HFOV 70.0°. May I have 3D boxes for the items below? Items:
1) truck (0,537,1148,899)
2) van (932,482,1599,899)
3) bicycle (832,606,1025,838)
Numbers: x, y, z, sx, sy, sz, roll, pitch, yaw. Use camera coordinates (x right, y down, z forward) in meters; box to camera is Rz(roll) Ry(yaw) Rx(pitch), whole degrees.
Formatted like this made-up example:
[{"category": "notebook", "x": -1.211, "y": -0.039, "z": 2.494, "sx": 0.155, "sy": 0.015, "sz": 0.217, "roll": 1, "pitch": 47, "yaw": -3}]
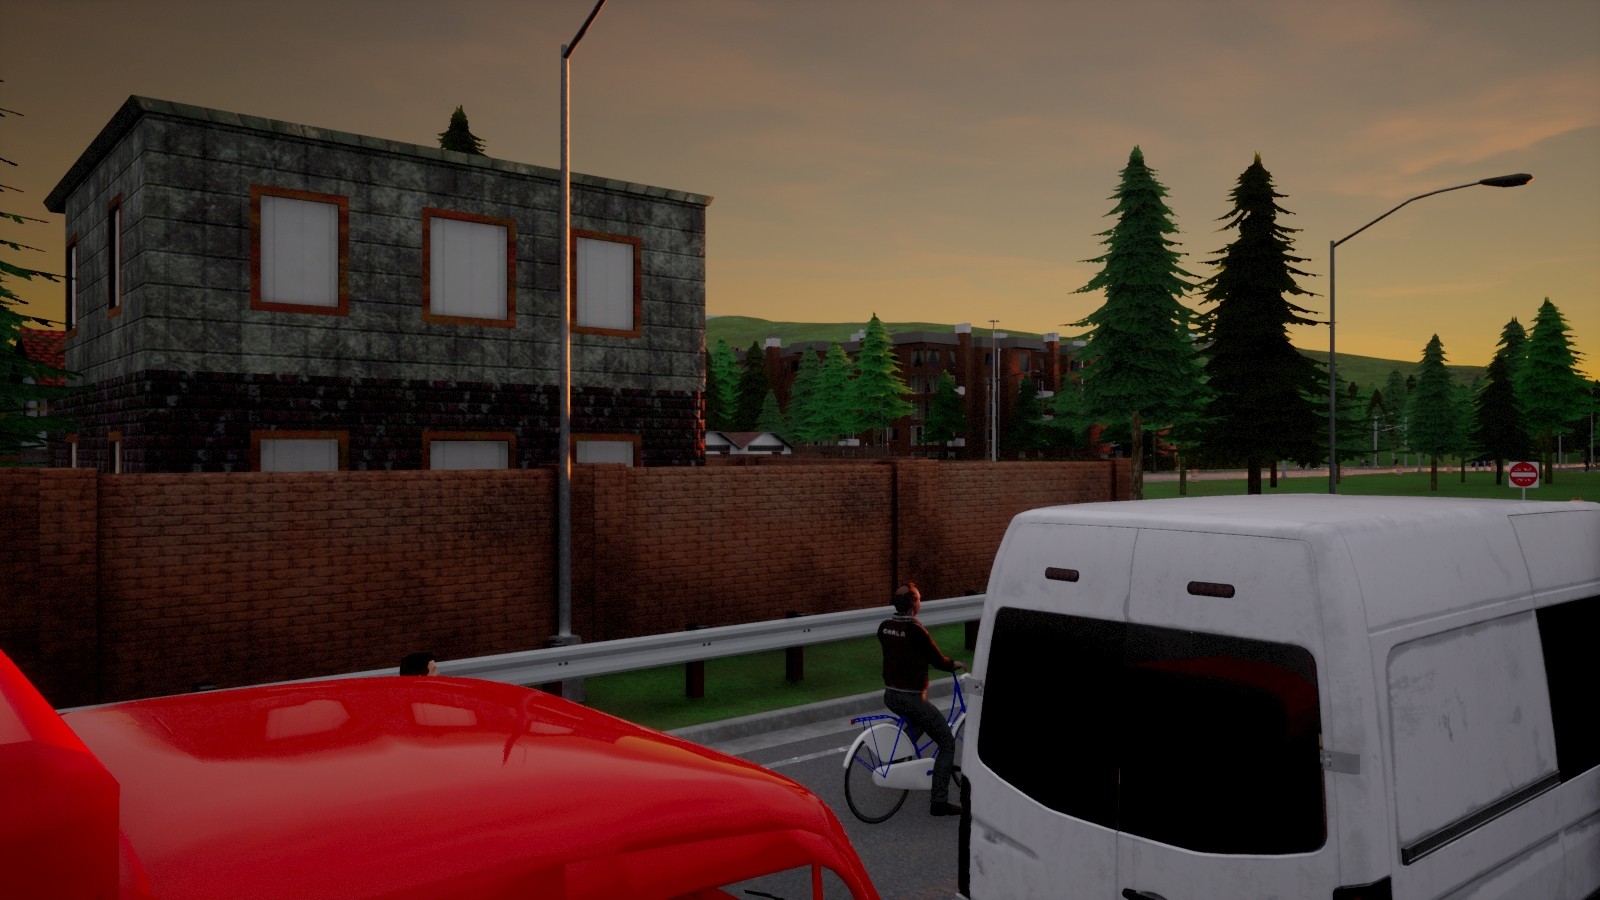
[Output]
[{"category": "truck", "x": -2.109, "y": 1.568, "z": 1.686, "sx": 5.204, "sy": 2.467, "sz": 2.627, "roll": 0, "pitch": 0, "yaw": -40}, {"category": "van", "x": 3.509, "y": 1.534, "z": 6.458, "sx": 5.915, "sy": 2.561, "sz": 1.988, "roll": 0, "pitch": 0, "yaw": -40}, {"category": "bicycle", "x": 1.045, "y": 2.060, "z": 8.955, "sx": 1.835, "sy": 1.471, "sz": 0.329, "roll": 0, "pitch": 0, "yaw": -40}]
